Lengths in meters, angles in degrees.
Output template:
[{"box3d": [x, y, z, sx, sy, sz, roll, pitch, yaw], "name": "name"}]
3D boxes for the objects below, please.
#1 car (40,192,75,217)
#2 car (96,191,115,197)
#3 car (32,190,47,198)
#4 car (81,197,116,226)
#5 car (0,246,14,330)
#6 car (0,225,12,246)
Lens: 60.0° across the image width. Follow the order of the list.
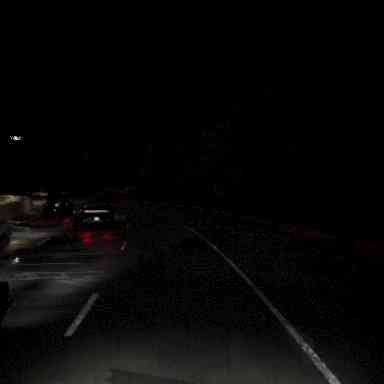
[{"box3d": [-11.769, 1.135, 29.460, 2.097, 1.767, 4.553, 0, 1, -17], "name": "car"}, {"box3d": [-14.572, 0.797, 55.838, 2.150, 2.045, 5.566, 0, 1, -31], "name": "car"}, {"box3d": [-37.364, 0.488, 81.550, 5.566, 2.045, 2.150, 0, 1, 39], "name": "car"}, {"box3d": [-6.074, 1.326, 21.724, 2.128, 1.511, 4.902, 0, 0, -12], "name": "car"}, {"box3d": [-3.593, 1.583, 2.964, 1.895, 1.301, 4.718, 0, 0, -2], "name": "car"}, {"box3d": [-7.727, 1.528, 10.862, 1.895, 1.301, 4.718, 0, 0, -7], "name": "car"}]
